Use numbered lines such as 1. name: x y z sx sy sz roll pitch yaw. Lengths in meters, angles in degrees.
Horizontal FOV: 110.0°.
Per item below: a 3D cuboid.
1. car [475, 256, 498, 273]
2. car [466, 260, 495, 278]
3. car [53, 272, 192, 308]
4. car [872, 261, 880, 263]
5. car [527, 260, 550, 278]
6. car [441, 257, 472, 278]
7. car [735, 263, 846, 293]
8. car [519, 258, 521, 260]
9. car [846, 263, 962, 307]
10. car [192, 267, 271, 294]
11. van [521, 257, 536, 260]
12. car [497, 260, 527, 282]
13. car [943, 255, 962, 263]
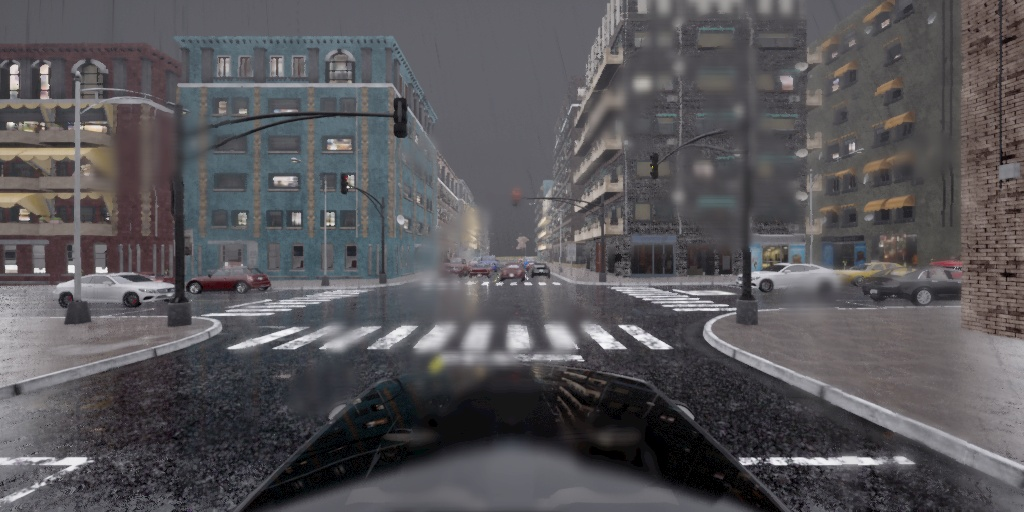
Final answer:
1. car: -2.843 0.964 43.649 2.150 2.045 5.566 0 0 0
2. car: -2.844 1.347 33.338 1.895 1.301 4.718 0 0 0
3. car: -17.498 1.472 15.968 4.674 1.442 1.812 -1 0 2
4. car: 21.137 1.000 21.088 4.829 1.417 1.751 0 0 0
5. car: 2.571 1.311 33.544 1.948 1.339 4.313 0 0 0
6. car: -5.310 1.060 33.545 2.192 1.841 5.009 0 0 0
7. car: 14.266 1.083 18.676 4.674 1.442 1.812 -1 0 2
8. car: 2.575 1.171 61.304 1.967 1.591 4.097 0 0 0
9. car: 15.604 1.082 13.250 4.403 1.370 2.007 0 0 0
10. car: -16.902 1.388 21.395 4.097 1.591 1.967 0 0 0
11. van: 2.574 1.078 50.201 1.690 1.789 3.998 0 0 0
12. car: 0.093 1.273 29.323 1.812 1.442 4.674 0 0 3
13. car: 25.092 0.646 18.592 5.566 2.045 2.150 0 0 1
